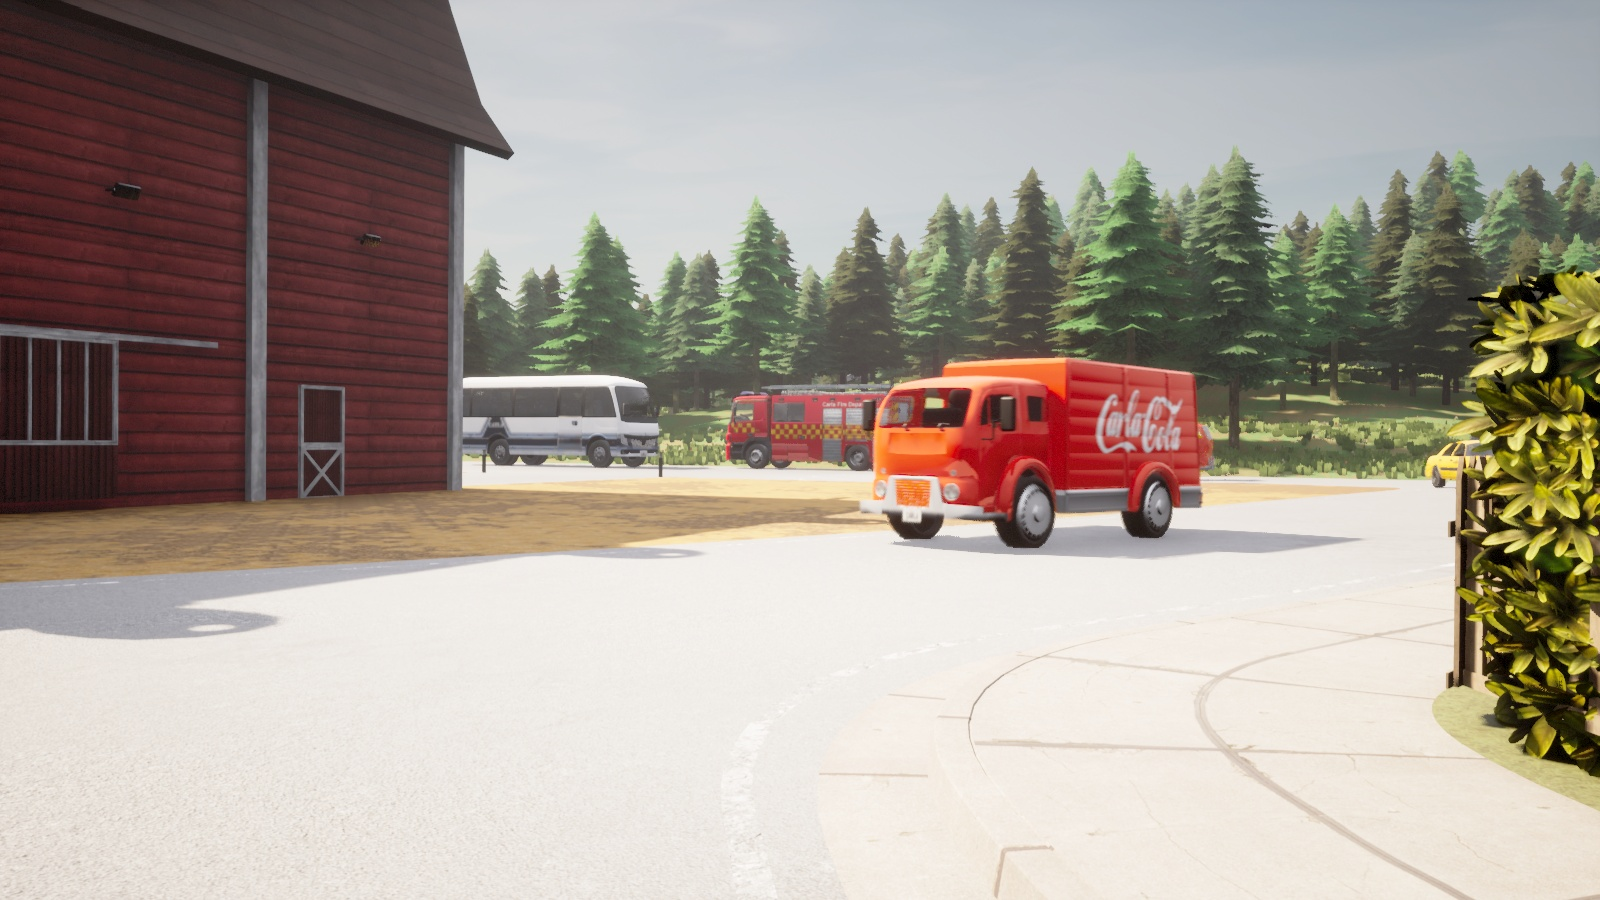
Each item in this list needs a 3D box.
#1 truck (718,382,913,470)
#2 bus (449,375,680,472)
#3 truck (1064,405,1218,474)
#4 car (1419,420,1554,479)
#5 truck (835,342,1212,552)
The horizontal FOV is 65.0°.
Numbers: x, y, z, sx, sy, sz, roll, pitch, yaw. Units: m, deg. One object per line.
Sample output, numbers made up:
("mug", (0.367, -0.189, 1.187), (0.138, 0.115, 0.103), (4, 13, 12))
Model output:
("truck", (0.667, -1.027, 57.294), (8.468, 3.827, 2.891), (0, 1, 26))
("bus", (-11.111, -1.145, 59.087), (10.273, 4.253, 3.944), (0, 1, 26))
("truck", (12.912, -0.383, 47.507), (5.204, 2.467, 2.627), (0, 1, 26))
("car", (19.997, -0.010, 36.856), (1.801, 1.575, 5.366), (-1, 0, 10))
("truck", (3.247, -0.051, 17.530), (5.204, 2.467, 2.627), (0, 0, -44))
